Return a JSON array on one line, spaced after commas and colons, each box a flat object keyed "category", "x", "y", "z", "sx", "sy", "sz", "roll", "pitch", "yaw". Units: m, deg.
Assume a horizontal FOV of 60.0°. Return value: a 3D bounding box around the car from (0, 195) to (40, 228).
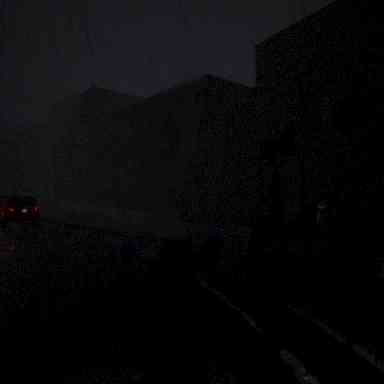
[{"category": "car", "x": -12.254, "y": 1.253, "z": 22.847, "sx": 2.150, "sy": 2.045, "sz": 5.566, "roll": 0, "pitch": 0, "yaw": -42}]
